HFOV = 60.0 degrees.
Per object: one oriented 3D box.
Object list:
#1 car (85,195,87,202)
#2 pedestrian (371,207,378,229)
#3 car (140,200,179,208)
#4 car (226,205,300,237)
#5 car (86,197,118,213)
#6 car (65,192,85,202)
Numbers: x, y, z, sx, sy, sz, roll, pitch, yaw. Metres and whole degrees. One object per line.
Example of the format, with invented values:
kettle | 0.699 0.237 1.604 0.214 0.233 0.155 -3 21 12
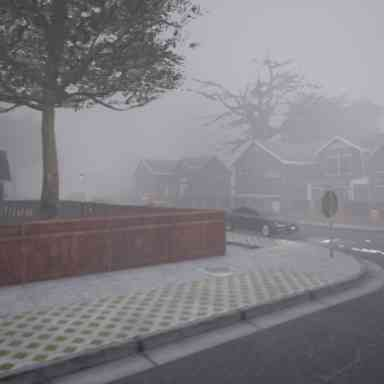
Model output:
car | -12.616 1.368 45.603 1.882 1.535 5.008 0 0 -35
pedestrian | 10.433 1.413 19.023 0.375 1.300 0.375 0 0 -36
car | -2.470 1.450 26.787 1.882 1.535 5.008 0 1 -36
car | 3.617 1.520 18.315 1.837 1.490 4.892 0 1 -34
car | -9.617 1.435 36.602 1.837 1.490 4.892 0 1 -36
car | -18.845 1.093 54.061 2.150 2.045 5.566 0 0 -36
